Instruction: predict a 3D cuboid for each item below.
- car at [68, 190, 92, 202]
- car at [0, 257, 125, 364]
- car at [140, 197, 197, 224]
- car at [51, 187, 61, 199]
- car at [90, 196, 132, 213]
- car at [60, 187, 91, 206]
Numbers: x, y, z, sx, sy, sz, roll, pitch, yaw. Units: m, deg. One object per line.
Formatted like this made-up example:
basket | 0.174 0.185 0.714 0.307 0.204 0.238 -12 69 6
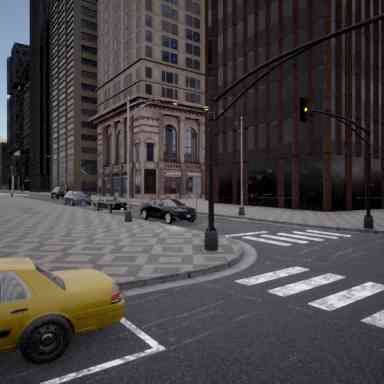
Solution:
car | -16.019 0.575 47.460 1.882 1.535 5.008 0 1 -35
car | -3.317 1.525 4.283 4.829 1.417 1.752 0 0 -35
car | -1.661 1.129 21.996 1.882 1.535 5.008 0 1 -36
car | -21.984 0.133 55.718 2.150 2.045 5.566 0 1 -36
car | -7.116 1.070 29.616 1.895 1.301 4.718 0 1 -36
car | -13.073 0.627 37.953 2.097 1.767 4.553 0 1 -36
